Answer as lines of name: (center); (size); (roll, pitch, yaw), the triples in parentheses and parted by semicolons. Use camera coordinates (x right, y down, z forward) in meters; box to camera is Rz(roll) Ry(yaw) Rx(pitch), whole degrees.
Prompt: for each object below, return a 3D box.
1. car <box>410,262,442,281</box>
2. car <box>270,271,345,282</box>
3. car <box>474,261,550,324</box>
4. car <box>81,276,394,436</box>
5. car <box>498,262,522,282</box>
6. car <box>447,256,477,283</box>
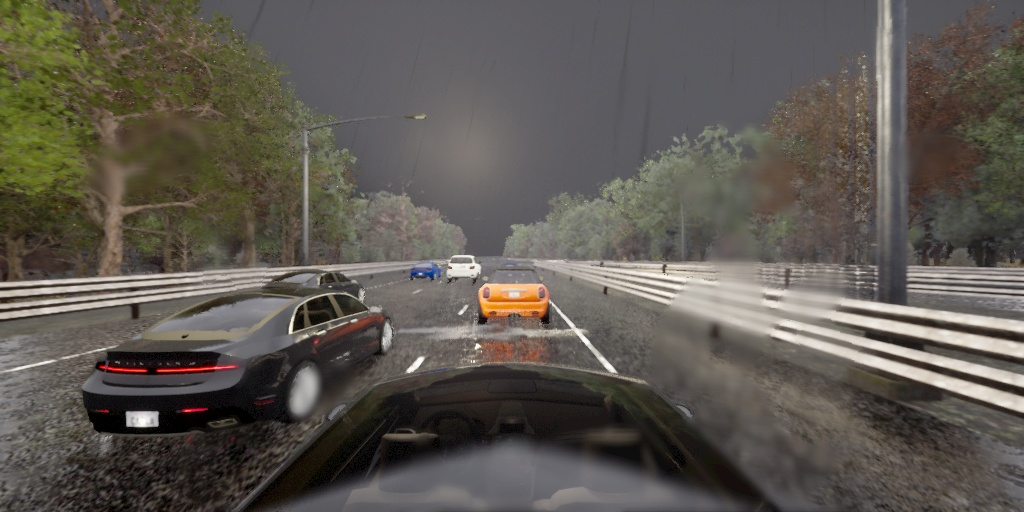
car: (-7.192, 1.255, 30.469); (1.882, 1.535, 5.008); (0, 0, -1)
car: (-6.955, 1.263, 12.908); (1.837, 1.490, 4.892); (0, 0, 0)
car: (0.049, 1.107, 12.201); (2.097, 1.767, 4.553); (0, 0, 0)
car: (-3.417, 1.257, 5.730); (1.837, 1.490, 4.892); (0, 0, 0)
car: (-0.181, 1.299, 29.883); (1.812, 1.442, 4.674); (0, 0, -1)
car: (-3.643, 0.994, 27.916); (2.150, 2.045, 5.566); (0, 0, -1)
